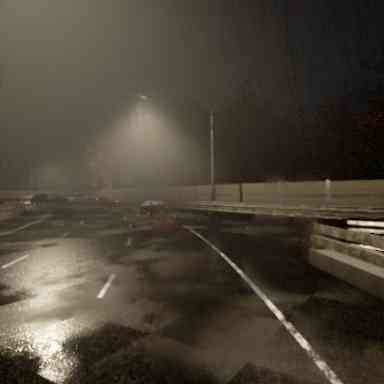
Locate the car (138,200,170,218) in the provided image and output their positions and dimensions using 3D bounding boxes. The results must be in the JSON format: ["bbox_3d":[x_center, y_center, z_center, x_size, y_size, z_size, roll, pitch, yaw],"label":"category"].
[{"bbox_3d":[-3.683,1.536,31.453,2.128,1.511,4.902,-1,0,-25],"label":"car"}]

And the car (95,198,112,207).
[{"bbox_3d":[-14.631,1.666,55.226,1.812,1.442,4.674,0,0,-31],"label":"car"}]

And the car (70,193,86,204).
[{"bbox_3d":[-24.104,1.332,69.534,2.150,2.045,5.566,0,0,-40],"label":"car"}]

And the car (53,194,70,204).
[{"bbox_3d":[-27.194,1.590,67.708,1.882,1.535,5.008,0,0,-40],"label":"car"}]

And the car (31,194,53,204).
[{"bbox_3d":[-29.956,1.355,65.554,2.150,2.045,5.566,0,0,-40],"label":"car"}]

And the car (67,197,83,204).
[{"bbox_3d":[-24.906,1.766,70.667,1.812,1.442,4.674,0,0,-36],"label":"car"}]
